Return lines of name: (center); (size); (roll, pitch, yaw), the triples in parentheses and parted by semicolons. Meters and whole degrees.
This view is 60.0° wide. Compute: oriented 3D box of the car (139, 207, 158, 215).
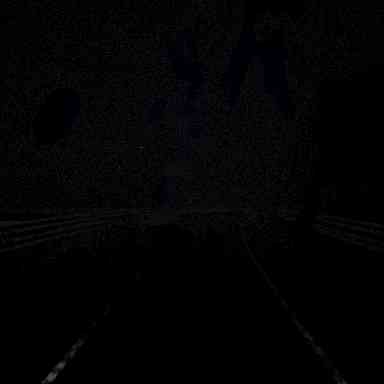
car: (-5.816, 2.836, 47.133); (4.902, 1.511, 2.128); (3, -4, -41)

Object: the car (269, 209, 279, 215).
car: (20.009, 4.733, 79.768); (1.895, 1.301, 4.718); (-1, -3, 27)

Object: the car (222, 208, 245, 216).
car: (7.556, 3.656, 60.817); (2.033, 1.411, 5.357); (-2, -4, 39)
